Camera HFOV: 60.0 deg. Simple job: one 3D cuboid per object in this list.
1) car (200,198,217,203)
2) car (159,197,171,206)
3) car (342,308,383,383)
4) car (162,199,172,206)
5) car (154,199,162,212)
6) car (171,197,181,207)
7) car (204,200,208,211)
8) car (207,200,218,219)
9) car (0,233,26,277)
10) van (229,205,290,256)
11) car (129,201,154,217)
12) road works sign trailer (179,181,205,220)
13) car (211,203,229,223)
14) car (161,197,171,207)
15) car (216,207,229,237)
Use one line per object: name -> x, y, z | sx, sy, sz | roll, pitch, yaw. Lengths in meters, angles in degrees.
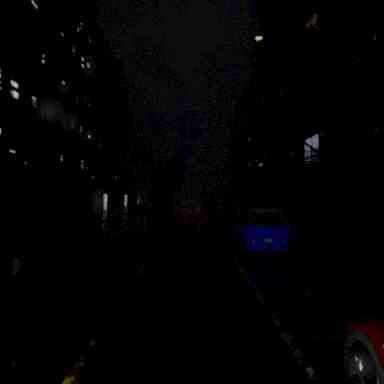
car -> 2.695, 1.809, 47.336 | 2.192, 1.841, 5.009 | 0, -1, 0
car -> -5.684, 2.036, 69.886 | 2.192, 1.841, 5.009 | 0, -1, 0
car -> 2.692, 1.465, 2.246 | 1.967, 1.590, 4.097 | 0, -1, 0
car -> -5.685, 2.360, 75.519 | 1.802, 1.307, 4.206 | 0, -1, 0
car -> -5.687, 2.018, 47.168 | 1.752, 1.417, 4.829 | 0, -1, 0
car -> -3.014, 2.215, 64.583 | 2.033, 1.411, 5.357 | 0, -1, 1
car -> 2.694, 1.930, 36.061 | 2.008, 1.369, 4.403 | 0, -1, 0
car -> 2.693, 1.761, 30.427 | 1.967, 1.590, 4.097 | 0, -1, 0
car -> -5.689, 1.630, 7.885 | 1.887, 1.381, 4.507 | 0, -1, 0
van -> 2.693, 1.485, 13.520 | 1.690, 1.788, 3.998 | 0, -1, 0
car -> -5.687, 1.945, 36.065 | 1.947, 1.339, 4.313 | 0, -1, 0
road works sign trailer -> 0.002, 0.797, 31.570 | 2.380, 3.560, 2.880 | 0, -1, 0
car -> 2.693, 1.807, 24.790 | 1.887, 1.381, 4.507 | 0, -1, 0
car -> -5.686, 2.105, 64.248 | 1.967, 1.590, 4.097 | 0, -1, 0
car -> 2.692, 1.769, 19.153 | 1.947, 1.339, 4.313 | 0, -1, 0
